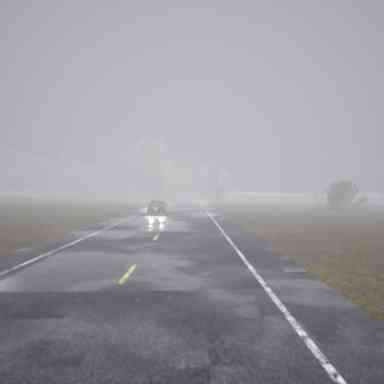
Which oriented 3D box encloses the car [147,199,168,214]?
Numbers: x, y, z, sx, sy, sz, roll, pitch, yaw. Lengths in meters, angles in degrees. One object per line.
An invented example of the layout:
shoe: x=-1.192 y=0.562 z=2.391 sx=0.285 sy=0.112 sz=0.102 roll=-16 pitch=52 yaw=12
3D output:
car: x=-3.545 y=1.483 z=34.635 sx=2.128 sy=1.511 sz=4.902 roll=0 pitch=0 yaw=0
